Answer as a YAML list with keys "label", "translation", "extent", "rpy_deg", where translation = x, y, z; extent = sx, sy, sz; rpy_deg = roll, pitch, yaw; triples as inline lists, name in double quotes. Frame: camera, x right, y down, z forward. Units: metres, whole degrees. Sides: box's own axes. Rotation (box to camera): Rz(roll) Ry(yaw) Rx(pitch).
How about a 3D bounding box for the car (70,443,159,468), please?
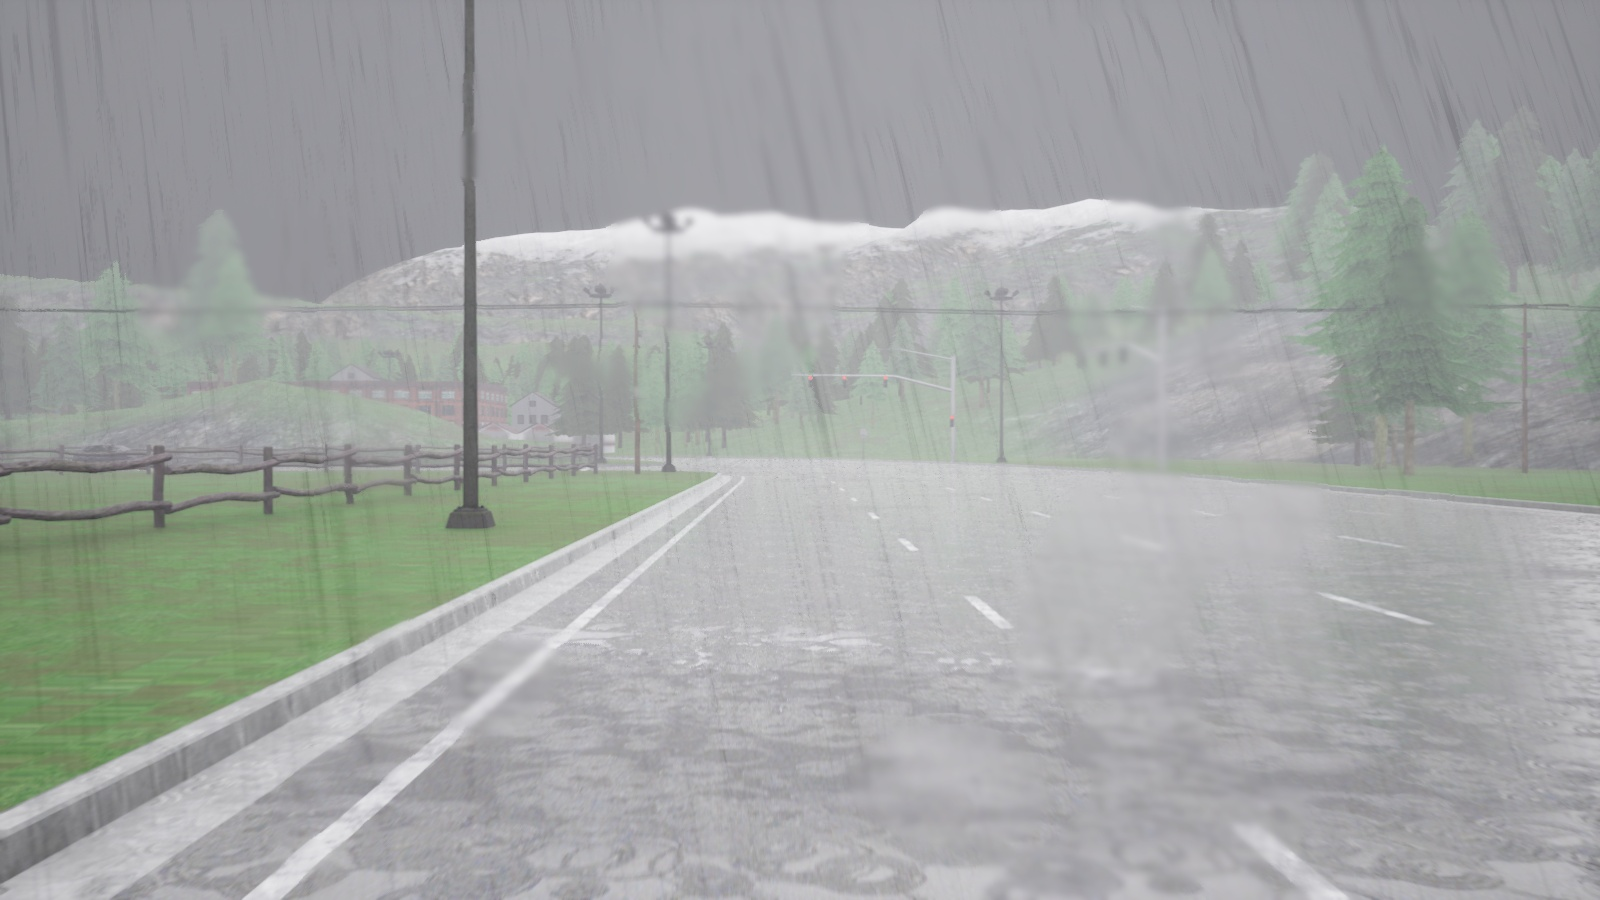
- label: "car"
  translation: [-40.041, 0.322, 73.396]
  extent: [4.193, 1.474, 1.816]
  rpy_deg: [0, 0, -1]
